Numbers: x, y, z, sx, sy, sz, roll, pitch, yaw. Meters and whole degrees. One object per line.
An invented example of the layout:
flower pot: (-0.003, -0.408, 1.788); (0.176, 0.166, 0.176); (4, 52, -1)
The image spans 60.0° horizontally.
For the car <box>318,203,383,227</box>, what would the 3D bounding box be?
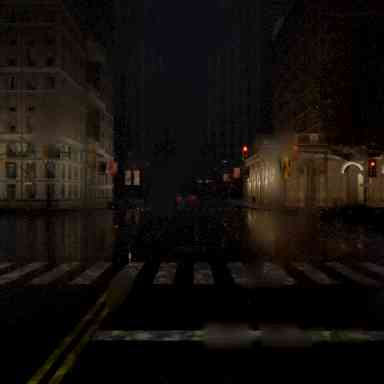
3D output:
car: (10.823, 1.505, 21.606); (4.892, 1.490, 1.837); (0, 2, 15)

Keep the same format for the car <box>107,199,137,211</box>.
car: (-8.390, 1.564, 40.094); (1.994, 1.385, 4.181); (0, 0, 20)

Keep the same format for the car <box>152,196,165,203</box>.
car: (-6.974, 1.541, 69.222); (2.033, 1.411, 5.357); (0, 0, 1)

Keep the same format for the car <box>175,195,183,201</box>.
car: (-3.314, 1.429, 85.807); (2.033, 1.411, 5.357); (0, 0, 1)

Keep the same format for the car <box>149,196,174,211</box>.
car: (-3.610, 1.548, 40.164); (2.033, 1.411, 5.357); (0, 0, -1)

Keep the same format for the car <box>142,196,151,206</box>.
car: (-7.131, 1.504, 55.355); (1.837, 1.490, 4.892); (0, 0, 0)

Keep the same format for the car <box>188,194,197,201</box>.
car: (0.117, 1.279, 78.577); (2.097, 1.767, 4.553); (0, 0, 1)

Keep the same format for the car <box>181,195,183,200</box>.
car: (-3.458, 1.355, 70.810); (2.097, 1.767, 4.553); (0, 0, 1)

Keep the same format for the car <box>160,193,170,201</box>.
car: (-6.827, 1.208, 84.475); (2.150, 2.045, 5.566); (0, 0, 1)

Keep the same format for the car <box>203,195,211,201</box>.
car: (3.617, 1.464, 78.575); (2.033, 1.411, 5.357); (0, 0, 1)

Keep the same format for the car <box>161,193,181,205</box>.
car: (-3.628, 1.219, 57.297); (2.150, 2.045, 5.566); (0, 0, 2)
